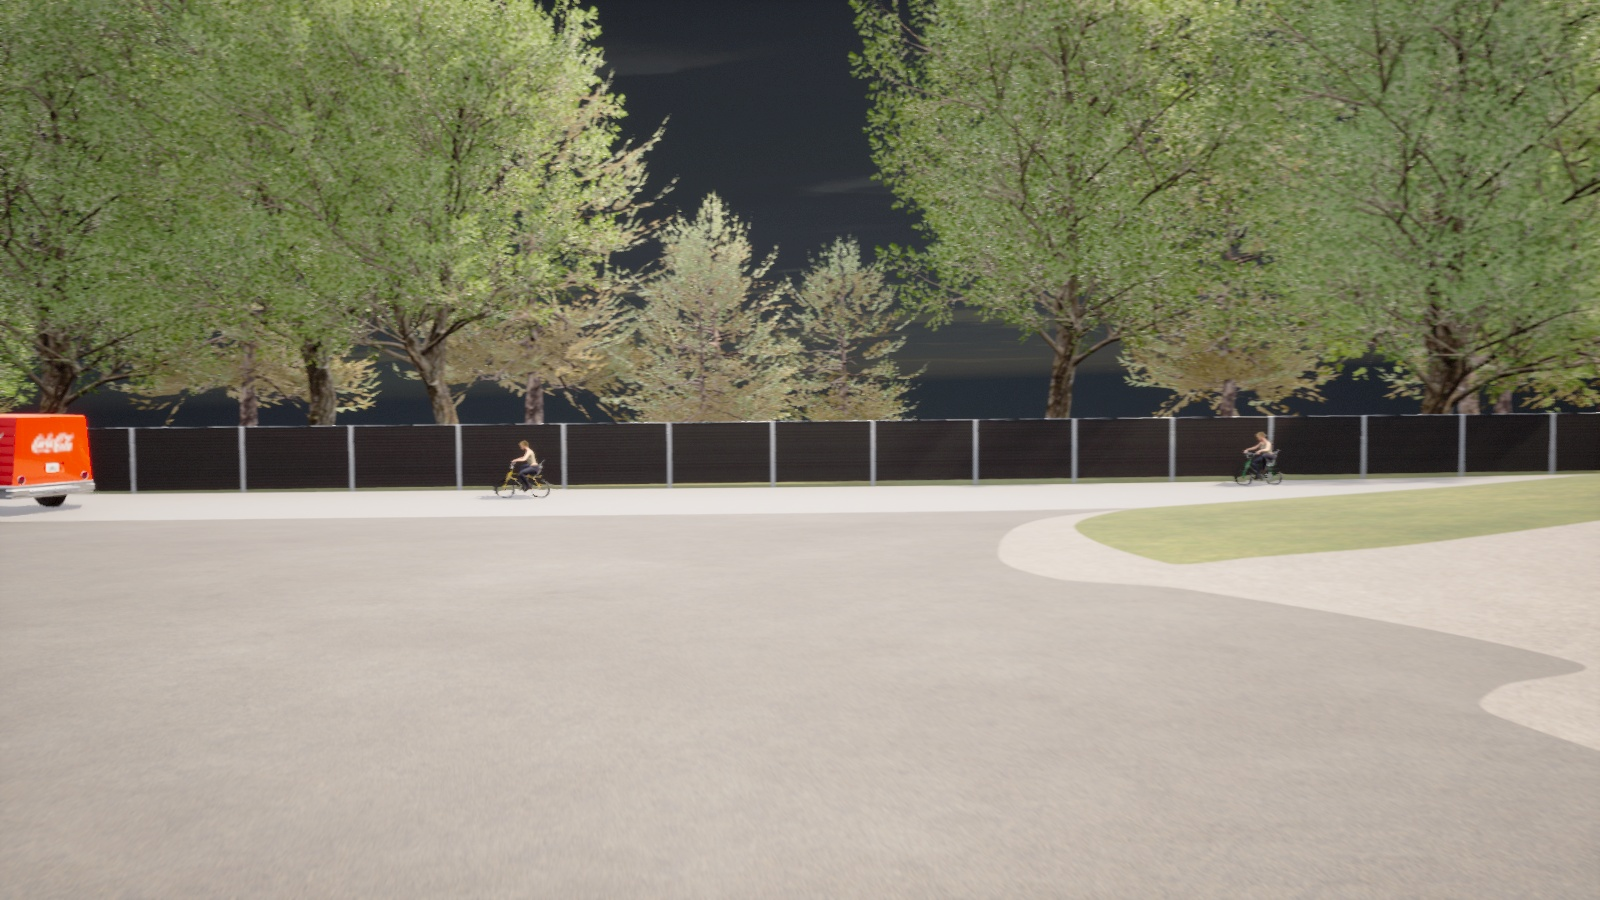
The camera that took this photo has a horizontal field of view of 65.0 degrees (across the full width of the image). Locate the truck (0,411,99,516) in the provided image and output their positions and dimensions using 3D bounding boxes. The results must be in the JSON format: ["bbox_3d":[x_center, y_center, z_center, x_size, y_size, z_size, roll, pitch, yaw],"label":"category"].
[{"bbox_3d":[-21.090,0.262,32.115,5.204,2.467,2.627,1,3,17],"label":"truck"}]

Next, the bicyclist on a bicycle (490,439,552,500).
[{"bbox_3d":[-7.645,0.531,34.464,1.509,1.612,0.866,0,3,-4],"label":"bicyclist on a bicycle"}]

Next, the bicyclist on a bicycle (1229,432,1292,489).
[{"bbox_3d":[13.631,0.303,37.157,1.509,1.612,0.866,-1,3,-9],"label":"bicyclist on a bicycle"}]
